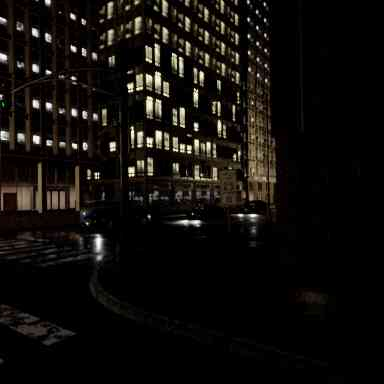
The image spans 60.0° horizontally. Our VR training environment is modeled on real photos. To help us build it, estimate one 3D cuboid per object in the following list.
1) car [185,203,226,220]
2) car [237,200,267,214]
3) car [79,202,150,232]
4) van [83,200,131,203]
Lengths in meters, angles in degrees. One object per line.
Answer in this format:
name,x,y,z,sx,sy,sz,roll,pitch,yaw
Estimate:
car,1.216,1.649,29.072,1.994,1.385,4.181,-1,-1,36
car,7.115,1.631,37.259,1.812,1.442,4.674,-1,-1,36
car,-4.646,1.571,20.970,1.837,1.490,4.892,-1,-1,33
van,-5.988,1.460,23.505,1.690,1.788,3.998,-2,-1,36
